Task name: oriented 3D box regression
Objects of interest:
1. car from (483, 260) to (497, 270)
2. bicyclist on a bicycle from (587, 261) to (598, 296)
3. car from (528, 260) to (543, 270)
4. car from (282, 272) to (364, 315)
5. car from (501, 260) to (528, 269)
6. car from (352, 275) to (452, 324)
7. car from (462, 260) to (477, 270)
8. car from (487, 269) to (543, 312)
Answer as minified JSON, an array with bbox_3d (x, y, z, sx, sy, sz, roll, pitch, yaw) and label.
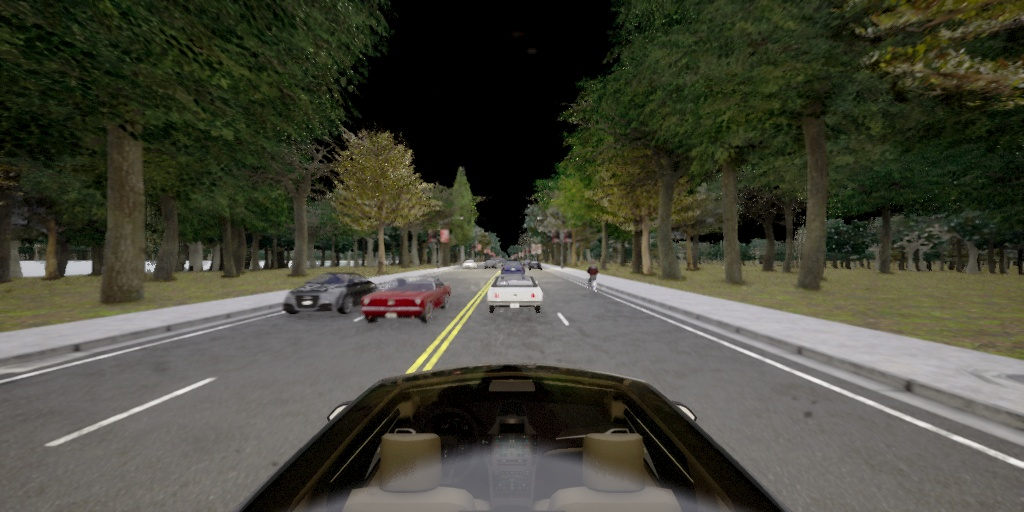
[{"bbox_3d":[-3.314,1.347,55.621,1.837,1.490,4.892,0,0,0],"label":"car"},{"bbox_3d":[4.140,1.132,18.581,0.659,1.776,1.843,0,0,0],"label":"bicyclist on a bicycle"},{"bbox_3d":[3.344,1.360,53.093,1.812,1.442,4.674,0,0,0],"label":"car"},{"bbox_3d":[-6.599,1.321,13.540,1.994,1.385,4.181,0,0,0],"label":"car"},{"bbox_3d":[0.096,1.132,32.380,2.097,1.767,4.553,0,0,0],"label":"car"},{"bbox_3d":[-3.350,1.357,12.172,1.895,1.301,4.718,0,0,0],"label":"car"},{"bbox_3d":[-6.561,1.370,55.812,1.812,1.442,4.674,0,0,0],"label":"car"},{"bbox_3d":[0.098,1.359,14.126,1.895,1.301,4.718,0,0,0],"label":"car"}]
